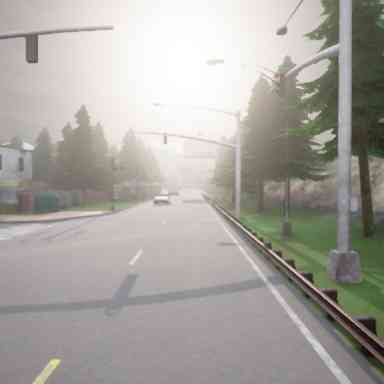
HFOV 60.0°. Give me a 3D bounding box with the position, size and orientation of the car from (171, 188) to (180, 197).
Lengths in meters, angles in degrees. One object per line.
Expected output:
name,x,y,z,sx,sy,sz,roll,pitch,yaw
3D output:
car,-3.496,0.032,65.787,2.097,1.767,4.553,0,1,0

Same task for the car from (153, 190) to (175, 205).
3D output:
car,-3.498,0.815,39.772,2.033,1.411,5.357,0,1,0
